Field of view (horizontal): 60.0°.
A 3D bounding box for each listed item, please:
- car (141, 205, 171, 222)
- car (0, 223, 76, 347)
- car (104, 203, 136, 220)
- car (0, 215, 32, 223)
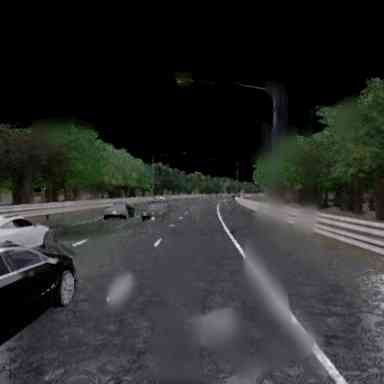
[{"bbox_3d":[-2.764,1.657,26.735,1.895,1.301,4.718,0,0,3],"label":"car"},{"bbox_3d":[-3.350,1.503,5.055,2.128,1.511,4.902,0,0,1],"label":"car"},{"bbox_3d":[-6.162,1.620,28.819,1.994,1.385,4.181,0,0,3],"label":"car"},{"bbox_3d":[-6.743,1.552,11.886,1.812,1.442,4.674,0,0,1],"label":"car"}]
